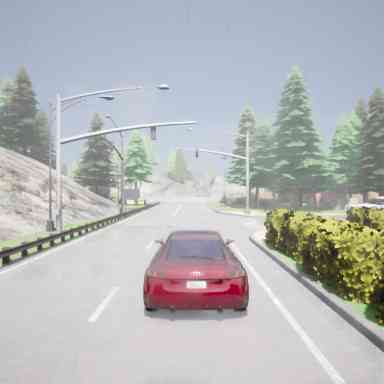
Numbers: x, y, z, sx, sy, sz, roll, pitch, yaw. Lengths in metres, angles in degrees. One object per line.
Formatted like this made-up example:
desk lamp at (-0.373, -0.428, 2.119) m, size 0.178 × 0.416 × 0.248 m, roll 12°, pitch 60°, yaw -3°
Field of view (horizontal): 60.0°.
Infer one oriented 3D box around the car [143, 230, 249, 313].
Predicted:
car at (0.070, 1.564, 7.731) m, size 1.994 × 1.385 × 4.181 m, roll 0°, pitch 0°, yaw 0°

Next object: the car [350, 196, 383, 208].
car at (16.090, 1.384, 27.836) m, size 5.566 × 2.045 × 2.150 m, roll 0°, pitch 0°, yaw 0°
